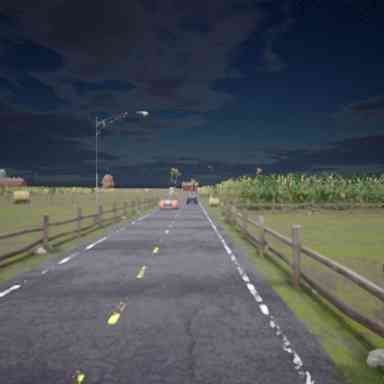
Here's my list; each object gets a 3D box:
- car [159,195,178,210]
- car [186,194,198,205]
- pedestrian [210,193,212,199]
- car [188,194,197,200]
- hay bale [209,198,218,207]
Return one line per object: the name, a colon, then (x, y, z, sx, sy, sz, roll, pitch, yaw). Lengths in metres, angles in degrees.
car: (-2.826, 1.206, 40.827, 2.097, 1.767, 4.553, 0, 0, 0)
car: (0.013, 1.299, 55.703, 1.837, 1.490, 4.892, 0, 0, 0)
pedestrian: (2.837, 1.114, 49.287, 0.375, 1.860, 0.375, -1, 1, -5)
car: (0.017, 1.142, 73.472, 1.895, 1.301, 4.718, 0, 0, 0)
hay bale: (3.143, 1.482, 48.195, 1.220, 1.180, 1.240, 1, 1, 0)
